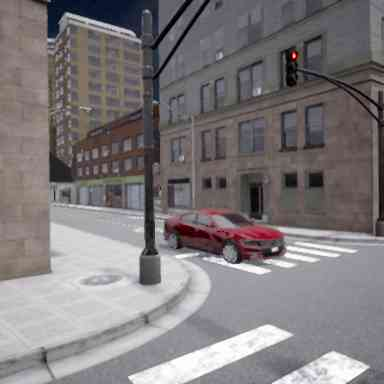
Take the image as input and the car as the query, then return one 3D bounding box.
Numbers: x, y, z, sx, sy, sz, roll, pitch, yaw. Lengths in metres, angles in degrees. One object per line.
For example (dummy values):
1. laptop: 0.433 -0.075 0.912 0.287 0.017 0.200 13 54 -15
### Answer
1. car: 0.911 1.363 11.539 1.882 1.535 5.008 -1 1 -36
